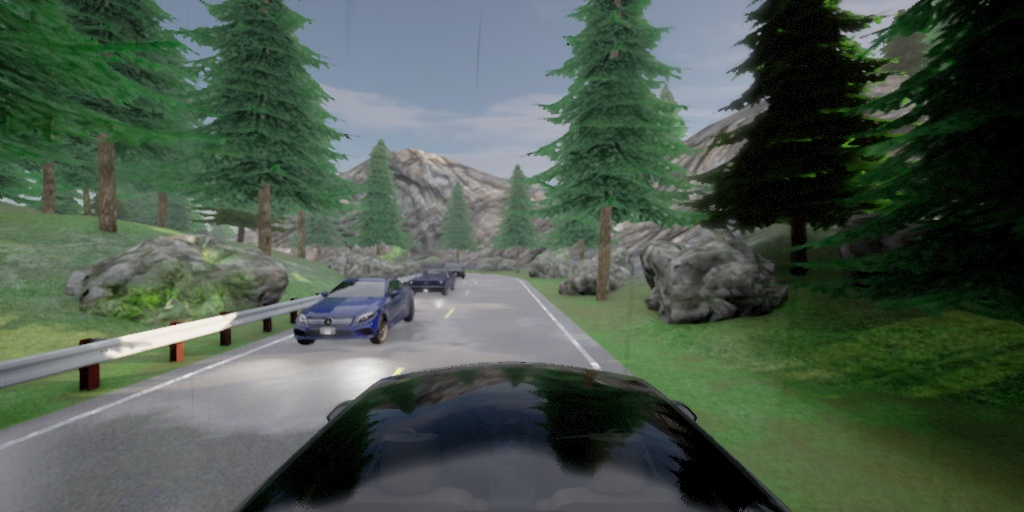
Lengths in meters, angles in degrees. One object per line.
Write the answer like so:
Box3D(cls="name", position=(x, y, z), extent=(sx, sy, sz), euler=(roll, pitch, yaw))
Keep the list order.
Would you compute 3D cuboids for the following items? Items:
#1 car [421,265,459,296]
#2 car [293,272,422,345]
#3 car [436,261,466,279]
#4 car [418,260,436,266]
Box3D(cls="car", position=(-4.271, 1.384, 19.705), extent=(1.895, 1.301, 4.718), euler=(0, 0, -2))
Box3D(cls="car", position=(-3.925, 1.297, 9.762), extent=(1.812, 1.442, 4.674), euler=(0, 0, -3))
Box3D(cls="car", position=(-5.483, 1.307, 32.625), extent=(1.837, 1.490, 4.892), euler=(0, 0, -18))
Box3D(cls="car", position=(-11.049, 1.320, 46.870), extent=(4.902, 1.511, 2.128), euler=(0, -2, 17))
